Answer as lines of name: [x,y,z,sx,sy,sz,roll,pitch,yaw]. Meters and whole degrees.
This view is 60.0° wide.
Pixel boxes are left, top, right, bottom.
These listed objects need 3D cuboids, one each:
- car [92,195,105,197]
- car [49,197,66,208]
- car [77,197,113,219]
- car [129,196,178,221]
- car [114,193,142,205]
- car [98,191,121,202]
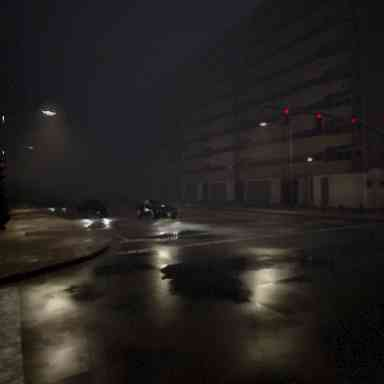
car: [-13.617,1.457,44.875,1.994,1.385,4.181,-1,0,-29]
car: [-19.920,1.460,49.098,1.882,1.535,5.008,-1,0,-29]
car: [-8.648,1.421,28.686,1.837,1.490,4.892,-1,1,-29]
car: [-2.758,1.320,25.289,2.128,1.511,4.902,-1,1,-29]
car: [-10.452,1.315,53.855,2.033,1.411,5.357,-1,0,-28]
car: [-15.455,1.019,62.744,2.150,2.045,5.566,-1,0,-29]
